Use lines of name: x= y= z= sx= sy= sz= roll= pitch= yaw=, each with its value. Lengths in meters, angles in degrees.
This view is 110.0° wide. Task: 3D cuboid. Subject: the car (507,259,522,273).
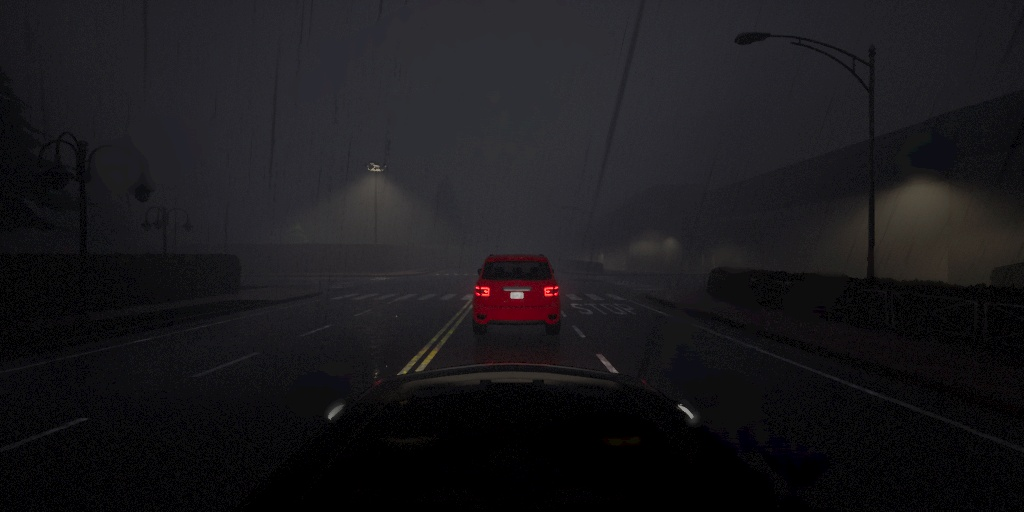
car: x=0.333 y=1.228 z=45.522 sx=1.882 sy=1.535 sz=5.008 roll=0 pitch=0 yaw=1

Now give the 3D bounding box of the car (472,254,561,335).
car: x=0.116 y=0.971 z=10.664 sx=2.150 sy=2.045 sz=5.566 roll=0 pitch=0 yaw=0
